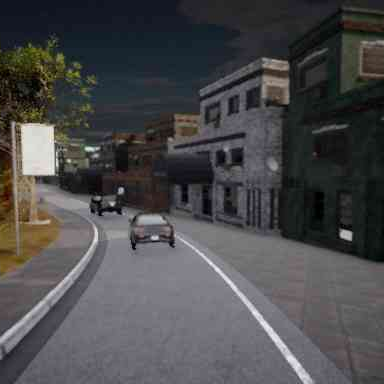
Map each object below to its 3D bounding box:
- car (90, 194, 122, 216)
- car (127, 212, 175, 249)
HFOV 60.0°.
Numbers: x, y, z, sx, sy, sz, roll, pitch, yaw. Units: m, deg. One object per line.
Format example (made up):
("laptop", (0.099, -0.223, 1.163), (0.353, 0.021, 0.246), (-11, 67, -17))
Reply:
("car", (-8.544, 1.182, 32.821), (2.150, 2.045, 5.566), (-2, 2, -28))
("car", (-1.949, 1.640, 15.287), (1.812, 1.442, 4.674), (-1, 0, -12))
